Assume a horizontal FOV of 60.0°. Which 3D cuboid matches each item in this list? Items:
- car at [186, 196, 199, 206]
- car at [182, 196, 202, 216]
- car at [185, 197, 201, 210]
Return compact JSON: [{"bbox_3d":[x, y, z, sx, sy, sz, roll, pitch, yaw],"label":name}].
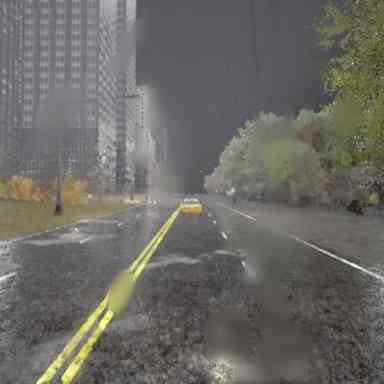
[{"bbox_3d":[0.022,1.388,53.791,2.033,1.411,5.357,0,0,0],"label":"car"},{"bbox_3d":[0.015,1.357,31.181,1.801,1.575,5.366,0,0,0],"label":"car"},{"bbox_3d":[0.111,1.400,41.127,1.812,1.442,4.674,0,0,0],"label":"car"}]
